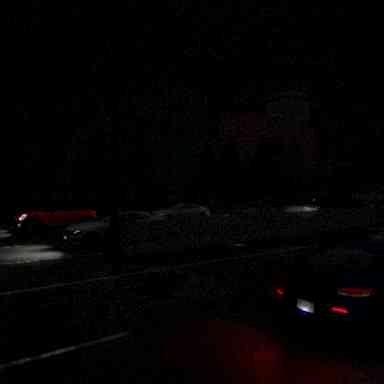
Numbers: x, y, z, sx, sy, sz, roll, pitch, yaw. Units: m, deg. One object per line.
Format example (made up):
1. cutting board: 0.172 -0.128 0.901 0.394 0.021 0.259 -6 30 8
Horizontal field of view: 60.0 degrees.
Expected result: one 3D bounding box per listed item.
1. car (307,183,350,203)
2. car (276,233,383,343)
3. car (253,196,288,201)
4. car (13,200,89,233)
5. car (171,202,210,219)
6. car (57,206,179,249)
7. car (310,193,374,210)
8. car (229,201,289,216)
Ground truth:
1. car: 14.844 0.186 35.895 5.566 2.045 2.150 -7 4 -35
2. car: 3.565 1.529 6.294 4.674 1.442 1.812 0 0 -35
3. car: 6.571 1.179 30.074 5.008 1.535 1.882 -4 2 -35
4. car: -8.076 1.366 19.779 4.553 1.767 2.097 0 0 -34
5. car: -0.781 1.521 24.855 4.674 1.442 1.812 -1 0 -35
6. car: -3.151 1.533 14.624 4.674 1.442 1.812 0 0 -35
7. car: 11.695 1.177 25.107 5.357 1.411 2.033 -4 2 -34
8. car: 3.900 1.506 19.601 4.674 1.442 1.812 -1 1 -35
